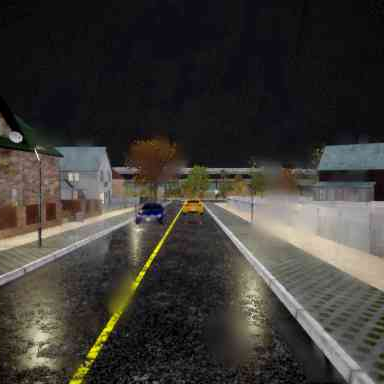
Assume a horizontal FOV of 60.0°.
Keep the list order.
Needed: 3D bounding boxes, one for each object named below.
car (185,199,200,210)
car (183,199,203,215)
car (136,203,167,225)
[{"bbox_3d":[0.129,1.602,44.488,1.895,1.301,4.718,0,0,0],"label":"car"},{"bbox_3d":[0.123,1.471,33.954,1.882,1.535,5.008,0,0,0],"label":"car"},{"bbox_3d":[-2.828,1.518,23.858,1.812,1.442,4.674,0,0,0],"label":"car"}]
